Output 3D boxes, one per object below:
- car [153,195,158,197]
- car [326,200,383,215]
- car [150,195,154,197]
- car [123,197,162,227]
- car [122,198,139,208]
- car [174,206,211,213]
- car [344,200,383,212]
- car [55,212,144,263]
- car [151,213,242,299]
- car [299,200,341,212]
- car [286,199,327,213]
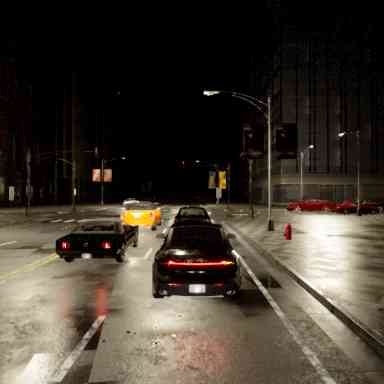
[{"bbox_3d":[-9.626,1.689,83.845,2.150,2.045,5.566,0,0,0],"label":"car"},{"bbox_3d":[15.361,1.576,31.336,4.206,1.307,1.802,0,0,-1],"label":"car"},{"bbox_3d":[-9.649,1.889,68.394,2.033,1.411,5.357,0,0,0],"label":"car"},{"bbox_3d":[-3.118,1.396,21.065,2.097,1.767,4.553,0,0,0],"label":"car"},{"bbox_3d":[-9.761,1.760,53.030,1.812,1.442,4.674,0,0,0],"label":"car"},{"bbox_3d":[0.026,1.509,17.954,1.882,1.535,5.008,0,0,0],"label":"car"},{"bbox_3d":[20.884,1.642,39.939,4.313,1.339,1.947,0,0,-1],"label":"car"},{"bbox_3d":[-3.131,1.615,12.071,1.895,1.301,4.718,0,0,0],"label":"car"},{"bbox_3d":[0.110,1.511,8.463,1.837,1.490,4.892,0,0,0],"label":"car"},{"bbox_3d":[15.244,1.661,39.860,4.313,1.339,1.947,0,0,-1],"label":"car"},{"bbox_3d":[13.092,1.547,37.076,5.008,1.535,1.882,0,-1,-1],"label":"car"}]
